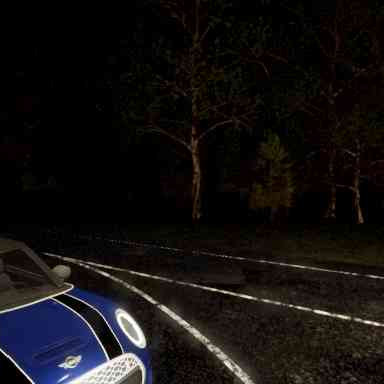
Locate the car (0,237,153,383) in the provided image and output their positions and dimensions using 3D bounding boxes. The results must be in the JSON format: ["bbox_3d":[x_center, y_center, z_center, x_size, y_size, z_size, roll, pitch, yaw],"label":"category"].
[{"bbox_3d":[-2.596,1.338,3.735,4.553,1.767,2.097,1,0,35],"label":"car"}]
